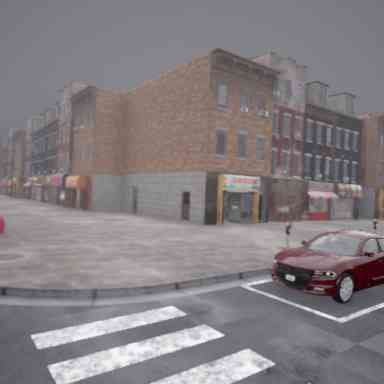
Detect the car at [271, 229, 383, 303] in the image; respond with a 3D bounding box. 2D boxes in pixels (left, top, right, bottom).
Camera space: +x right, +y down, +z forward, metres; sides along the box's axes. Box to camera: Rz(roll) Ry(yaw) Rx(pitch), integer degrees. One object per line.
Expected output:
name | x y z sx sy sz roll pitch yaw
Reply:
car | 3.933 1.672 8.493 4.507 1.381 1.887 2 0 -36
